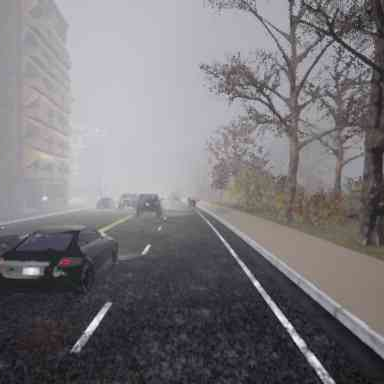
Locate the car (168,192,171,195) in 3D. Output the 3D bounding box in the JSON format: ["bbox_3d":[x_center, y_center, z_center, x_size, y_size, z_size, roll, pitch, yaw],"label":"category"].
[{"bbox_3d":[-4.430,1.036,77.328,2.150,2.045,5.566,0,0,-7],"label":"car"}]

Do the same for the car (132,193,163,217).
[{"bbox_3d":[-3.901,1.156,30.865,2.150,2.045,5.566,0,0,-3],"label":"car"}]

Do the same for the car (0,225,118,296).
[{"bbox_3d":[-3.237,1.548,8.647,1.994,1.385,4.181,0,0,-1],"label":"car"}]

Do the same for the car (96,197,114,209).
[{"bbox_3d":[-11.303,1.417,43.647,1.837,1.490,4.892,0,1,-3],"label":"car"}]

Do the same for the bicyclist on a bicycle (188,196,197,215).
[{"bbox_3d":[0.164,1.383,30.522,0.582,1.620,1.656,0,0,-3],"label":"bicyclist on a bicycle"}]

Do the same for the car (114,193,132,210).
[{"bbox_3d":[-7.943,1.135,41.981,2.150,2.045,5.566,0,0,-3],"label":"car"}]

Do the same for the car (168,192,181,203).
[{"bbox_3d":[-3.192,1.342,65.839,1.837,1.490,4.892,0,-2,-5],"label":"car"}]
